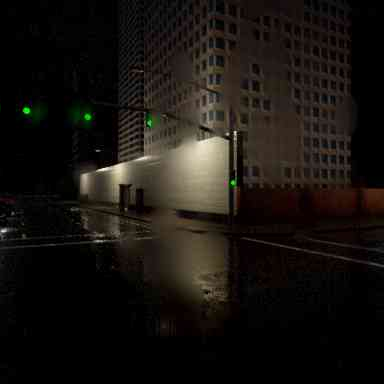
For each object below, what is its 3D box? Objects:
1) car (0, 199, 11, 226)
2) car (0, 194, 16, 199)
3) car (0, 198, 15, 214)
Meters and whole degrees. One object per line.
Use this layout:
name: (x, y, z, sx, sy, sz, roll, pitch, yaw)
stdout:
car: (-13.536, 1.492, 22.522, 1.837, 1.490, 4.892, 0, 0, -27)
car: (-22.907, 1.219, 40.600, 2.150, 2.045, 5.566, 0, 0, -27)
car: (-17.638, 1.557, 30.428, 1.994, 1.385, 4.181, 0, 0, -27)
